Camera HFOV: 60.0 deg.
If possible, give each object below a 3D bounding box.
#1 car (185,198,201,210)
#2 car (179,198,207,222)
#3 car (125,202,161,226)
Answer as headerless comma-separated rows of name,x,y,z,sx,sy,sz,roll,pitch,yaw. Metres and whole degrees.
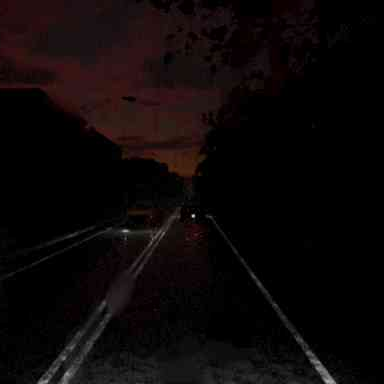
car,0.088,1.451,42.174,1.895,1.301,4.718,0,0,0
car,0.093,1.415,25.724,1.837,1.490,4.892,0,0,0
car,-3.257,1.427,22.751,1.882,1.535,5.008,0,0,0
